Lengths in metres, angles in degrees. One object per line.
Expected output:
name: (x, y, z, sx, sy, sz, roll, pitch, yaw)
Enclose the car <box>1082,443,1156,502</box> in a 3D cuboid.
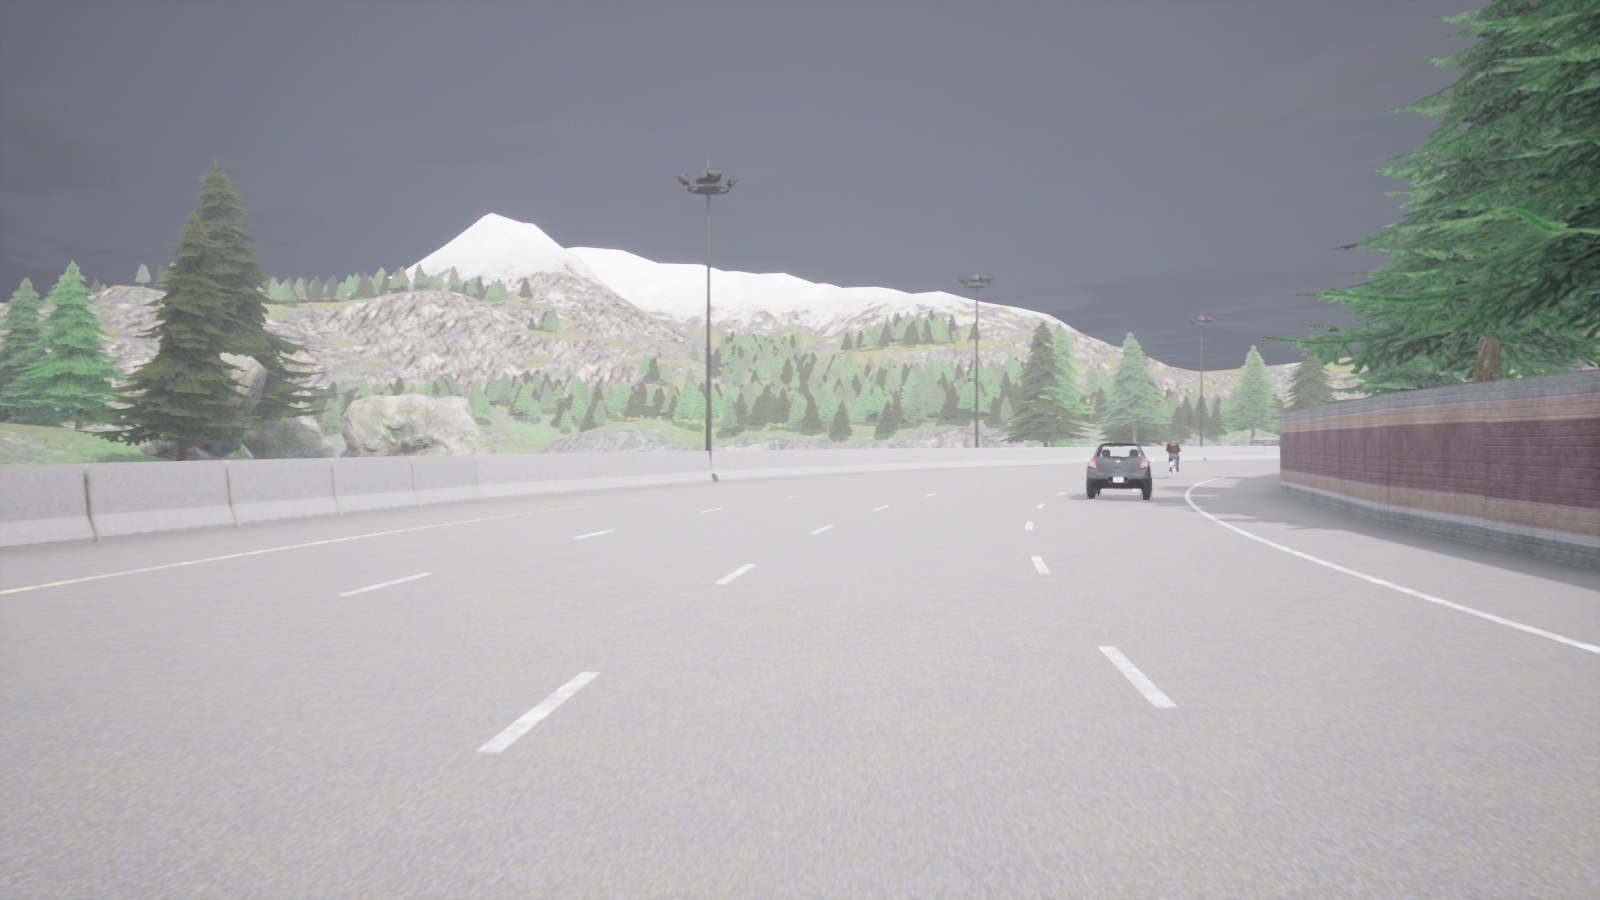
car: (8.758, 0.576, 34.300, 1.845, 1.501, 3.633, 0, 0, 16)
